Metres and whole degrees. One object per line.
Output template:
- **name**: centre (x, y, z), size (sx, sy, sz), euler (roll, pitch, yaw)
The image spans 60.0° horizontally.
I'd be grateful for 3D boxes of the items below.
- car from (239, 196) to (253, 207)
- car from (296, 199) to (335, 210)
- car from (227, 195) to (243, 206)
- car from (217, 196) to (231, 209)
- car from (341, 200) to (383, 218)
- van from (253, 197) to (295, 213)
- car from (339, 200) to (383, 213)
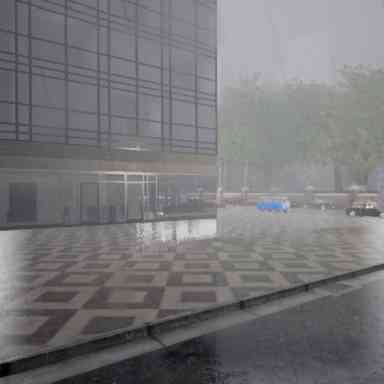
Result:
- **car**: centre (9.944, 1.654, 52.148), size (1.802, 1.307, 4.206), euler (-1, 0, -35)
- **car**: centre (16.317, 1.583, 43.119), size (2.008, 1.369, 4.403), euler (-1, 0, -35)
- **car**: centre (6.755, 1.399, 56.661), size (2.192, 1.841, 5.009), euler (-1, 0, -35)
- **car**: centre (2.984, 1.684, 47.222), size (1.887, 1.381, 4.507), euler (-1, 0, -35)
- **car**: centre (15.730, 1.592, 29.165), size (2.008, 1.369, 4.403), euler (-1, 0, -35)
- **van**: centre (9.355, 1.441, 38.193), size (1.690, 1.788, 3.998), euler (-1, 0, -35)
- **car**: centre (19.503, 1.587, 38.605), size (1.802, 1.307, 4.206), euler (-1, 0, -35)
